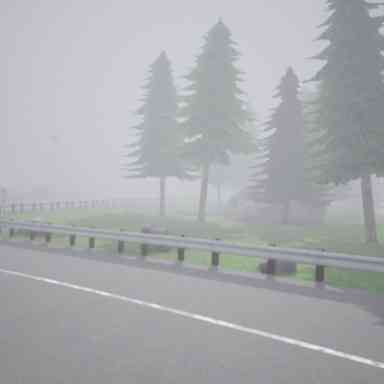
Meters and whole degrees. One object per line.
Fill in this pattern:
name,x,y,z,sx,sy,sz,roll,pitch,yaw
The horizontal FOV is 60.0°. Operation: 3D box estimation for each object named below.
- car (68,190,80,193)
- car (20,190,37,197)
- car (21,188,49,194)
car,-29.398,0.313,82.361,2.097,1.767,4.553,1,0,1
car,-39.874,0.355,81.209,1.812,1.442,4.674,1,0,1
car,-31.000,0.296,66.781,2.150,2.045,5.566,1,0,12
